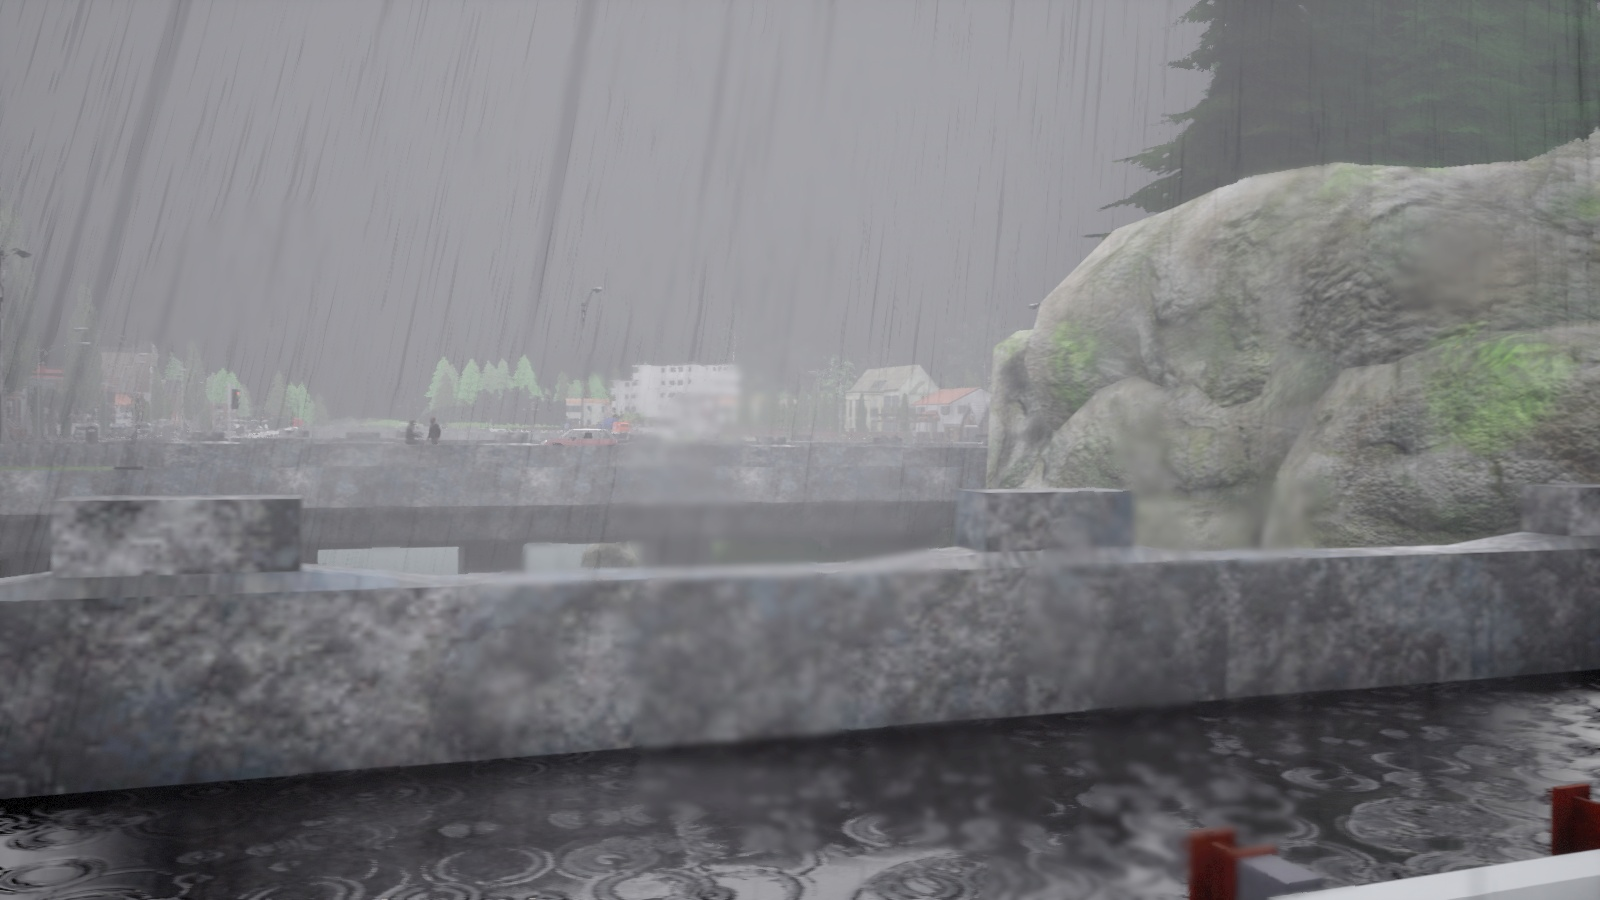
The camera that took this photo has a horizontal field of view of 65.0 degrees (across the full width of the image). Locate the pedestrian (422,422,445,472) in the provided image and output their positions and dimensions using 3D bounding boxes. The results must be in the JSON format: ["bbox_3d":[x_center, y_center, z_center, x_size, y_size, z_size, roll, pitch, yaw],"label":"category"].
[{"bbox_3d":[-13.712,-0.109,47.030,0.720,1.854,0.376,-1,1,-42],"label":"pedestrian"}]

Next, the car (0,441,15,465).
[{"bbox_3d":[-47.707,0.178,73.679,1.994,1.385,4.181,-1,1,-21],"label":"car"}]

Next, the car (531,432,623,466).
[{"bbox_3d":[-10.152,-0.057,57.146,3.806,1.475,1.970,-1,1,-21],"label":"car"}]
